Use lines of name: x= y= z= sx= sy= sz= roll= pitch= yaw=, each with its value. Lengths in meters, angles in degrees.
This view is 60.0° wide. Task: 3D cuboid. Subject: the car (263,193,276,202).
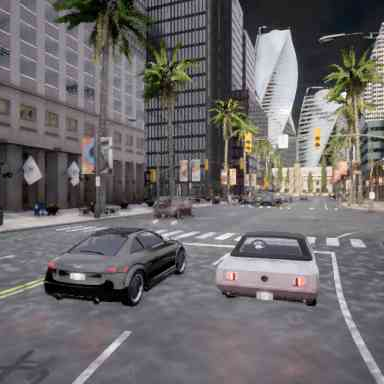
car: x=18.491 y=1.225 z=79.253 sx=2.150 sy=2.045 sz=5.566 roll=0 pitch=0 yaw=22

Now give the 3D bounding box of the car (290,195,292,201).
car: x=23.655 y=1.355 z=82.805 sx=2.097 sy=1.767 sz=4.553 roll=0 pitch=0 yaw=22

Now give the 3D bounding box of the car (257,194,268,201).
car: x=19.033 y=1.354 z=89.184 sx=2.185 sy=1.767 sz=4.553 roll=0 pitch=0 yaw=21

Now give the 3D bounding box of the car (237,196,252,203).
car: x=10.916 y=1.513 z=68.810 sx=2.161 sy=1.482 sz=4.786 roll=0 pitch=0 yaw=21

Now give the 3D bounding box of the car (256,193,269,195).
car: x=13.981 y=1.221 z=67.886 sx=2.150 sy=2.045 sz=5.566 roll=0 pitch=0 yaw=22

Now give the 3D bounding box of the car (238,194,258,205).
car: x=9.838 y=1.564 z=57.623 sx=1.994 sy=1.385 sz=4.181 roll=0 pitch=0 yaw=21

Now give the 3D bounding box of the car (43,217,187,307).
car: x=-1.576 y=1.564 z=8.195 sx=1.994 sy=1.385 sz=4.181 roll=0 pitch=0 yaw=17

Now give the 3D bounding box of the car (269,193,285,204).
car: x=16.162 y=1.478 z=63.981 sx=1.882 sy=1.535 sz=5.008 roll=0 pitch=0 yaw=22

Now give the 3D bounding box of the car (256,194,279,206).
car: x=12.558 y=1.547 z=54.980 sx=2.033 sy=1.411 sz=5.357 roll=0 pitch=0 yaw=22

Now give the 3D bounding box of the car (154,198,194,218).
car: x=-1.495 y=1.352 z=28.947 sx=2.097 sy=1.767 sz=4.553 roll=0 pitch=0 yaw=22

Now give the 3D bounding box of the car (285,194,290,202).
car: x=19.891 y=1.524 z=73.323 sx=1.812 sy=1.442 sz=4.674 roll=0 pitch=0 yaw=22

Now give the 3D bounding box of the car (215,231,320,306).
car: x=2.033 y=1.601 z=8.148 sx=1.895 sy=1.301 sz=4.718 roll=0 pitch=0 yaw=19
